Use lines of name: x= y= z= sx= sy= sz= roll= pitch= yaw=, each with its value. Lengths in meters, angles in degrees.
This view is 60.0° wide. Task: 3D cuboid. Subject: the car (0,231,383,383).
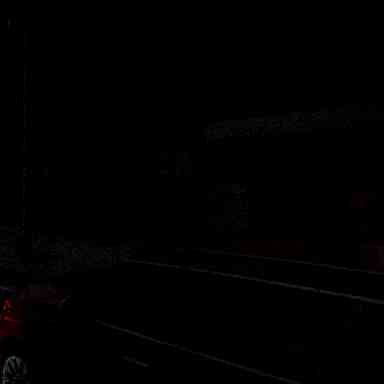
car: x=0.258 y=1.299 z=2.893 sx=5.009 sy=1.841 sz=2.192 roll=1 pitch=1 yaw=36
